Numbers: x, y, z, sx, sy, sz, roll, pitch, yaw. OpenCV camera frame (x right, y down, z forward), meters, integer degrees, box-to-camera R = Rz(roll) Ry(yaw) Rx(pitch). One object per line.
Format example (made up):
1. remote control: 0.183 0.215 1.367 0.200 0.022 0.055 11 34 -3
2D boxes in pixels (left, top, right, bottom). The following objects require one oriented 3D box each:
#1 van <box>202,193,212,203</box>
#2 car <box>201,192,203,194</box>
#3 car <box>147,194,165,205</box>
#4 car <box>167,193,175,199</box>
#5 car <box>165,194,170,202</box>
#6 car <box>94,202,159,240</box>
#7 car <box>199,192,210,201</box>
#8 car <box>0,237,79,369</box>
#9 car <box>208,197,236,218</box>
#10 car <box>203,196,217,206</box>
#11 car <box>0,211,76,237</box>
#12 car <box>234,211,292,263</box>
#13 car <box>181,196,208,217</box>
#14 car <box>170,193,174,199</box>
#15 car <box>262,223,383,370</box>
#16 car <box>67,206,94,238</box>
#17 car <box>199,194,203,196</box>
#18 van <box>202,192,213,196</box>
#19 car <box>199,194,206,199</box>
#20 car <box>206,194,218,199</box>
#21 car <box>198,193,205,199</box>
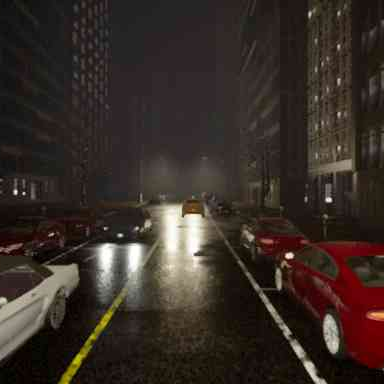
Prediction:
1. van: 2.691 1.010 62.152 1.690 1.788 3.998 1 0 0
2. car: 2.692 1.016 56.510 2.192 1.841 5.009 1 0 0
3. car: -5.689 1.172 50.840 1.967 1.590 4.097 1 0 0
4. car: -5.696 1.061 90.339 2.008 1.369 4.403 1 0 0
5. car: -5.691 1.220 62.126 2.008 1.369 4.403 1 0 0
6. car: -3.078 1.460 16.896 2.033 1.411 5.357 0 0 0
7. car: 2.690 0.921 73.434 2.192 1.841 5.009 1 0 0
8. car: -3.072 1.580 4.048 1.895 1.301 4.718 0 0 0
9. car: 2.693 1.397 28.304 1.887 1.381 4.507 0 0 0
10. car: 2.690 1.283 50.870 2.008 1.369 4.403 1 0 0
11. car: -5.685 1.524 11.340 1.802 1.307 4.206 1 0 0
12. car: 2.695 1.523 11.380 1.802 1.307 4.206 0 0 0
13. car: 0.096 1.327 28.940 1.882 1.535 5.008 0 -1 0
14. car: -5.693 1.157 73.411 2.008 1.369 4.403 1 0 0
15. car: 2.697 1.515 5.738 1.887 1.381 4.507 0 0 0
16. car: -5.685 1.457 16.983 1.887 1.381 4.507 1 0 0
17. car: 0.097 1.331 44.319 1.994 1.385 4.181 0 0 0
18. van: 2.693 1.104 45.227 1.690 1.788 3.998 1 0 0
19. car: 2.685 1.124 84.718 1.802 1.307 4.206 1 0 0
20. car: 2.694 1.263 33.945 1.967 1.590 4.097 0 0 0
21. car: 2.685 1.035 90.529 1.752 1.417 4.829 1 0 0
